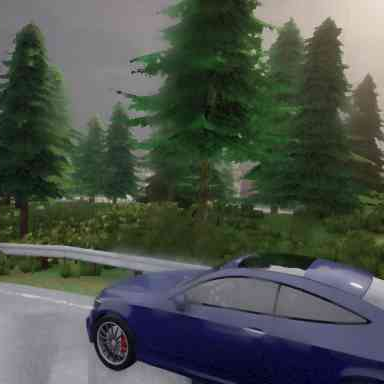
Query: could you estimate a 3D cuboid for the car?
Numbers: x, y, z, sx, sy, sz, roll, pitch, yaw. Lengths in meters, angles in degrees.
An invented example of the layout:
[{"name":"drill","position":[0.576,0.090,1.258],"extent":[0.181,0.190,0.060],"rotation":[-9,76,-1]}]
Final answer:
[{"name":"car","position":[0.804,1.499,4.066],"extent":[4.674,1.442,1.812],"rotation":[1,1,31]}]
